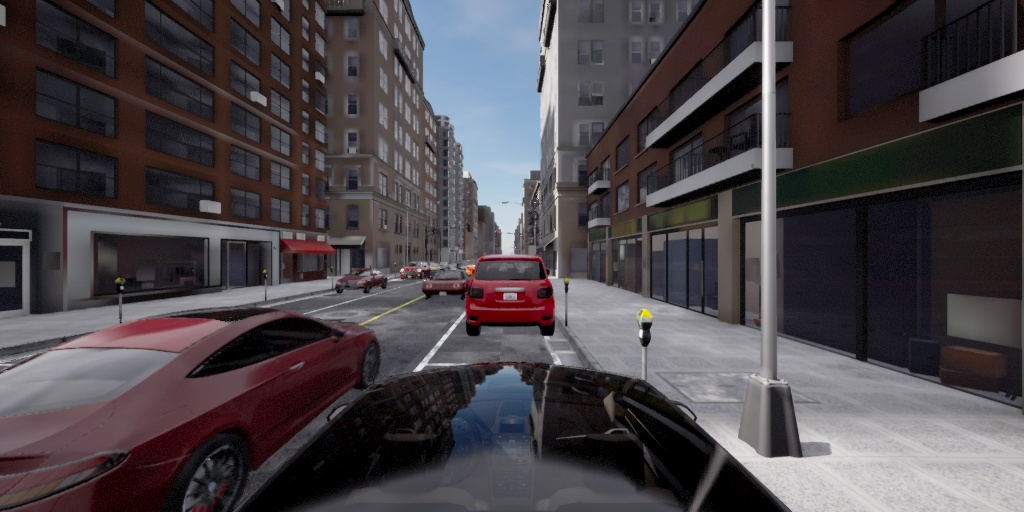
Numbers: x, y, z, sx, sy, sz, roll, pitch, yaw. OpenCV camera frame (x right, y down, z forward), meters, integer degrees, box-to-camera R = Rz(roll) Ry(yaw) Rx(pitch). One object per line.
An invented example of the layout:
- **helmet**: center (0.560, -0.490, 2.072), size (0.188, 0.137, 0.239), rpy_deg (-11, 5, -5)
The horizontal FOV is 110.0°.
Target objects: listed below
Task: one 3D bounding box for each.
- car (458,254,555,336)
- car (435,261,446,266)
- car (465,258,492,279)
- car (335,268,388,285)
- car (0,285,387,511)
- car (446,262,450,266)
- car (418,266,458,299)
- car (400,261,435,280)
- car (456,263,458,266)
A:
- **car**: center (-0.039, 0.978, 10.530), size (2.150, 2.045, 5.566), rpy_deg (0, 0, 0)
- **car**: center (-8.408, 1.275, 36.773), size (1.751, 1.417, 4.829), rpy_deg (0, 0, 0)
- **car**: center (-2.997, 1.101, 33.099), size (2.097, 1.767, 4.553), rpy_deg (0, 0, 1)
- **car**: center (-8.408, 1.332, 20.388), size (1.802, 1.307, 4.207), rpy_deg (0, 0, 0)
- **car**: center (-3.021, 1.275, 3.855), size (1.812, 1.442, 4.674), rpy_deg (0, 0, 0)
- **car**: center (-8.408, 1.300, 42.461), size (2.007, 1.370, 4.403), rpy_deg (0, 0, 0)
- **car**: center (-3.001, 1.351, 17.927), size (1.895, 1.301, 4.718), rpy_deg (0, 0, 0)
- **car**: center (-8.408, 1.190, 31.425), size (1.967, 1.591, 4.097), rpy_deg (0, 0, 0)
- **car**: center (-5.791, 1.243, 44.234), size (2.128, 1.511, 4.902), rpy_deg (0, 0, 0)
